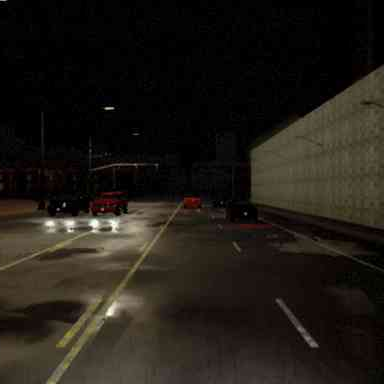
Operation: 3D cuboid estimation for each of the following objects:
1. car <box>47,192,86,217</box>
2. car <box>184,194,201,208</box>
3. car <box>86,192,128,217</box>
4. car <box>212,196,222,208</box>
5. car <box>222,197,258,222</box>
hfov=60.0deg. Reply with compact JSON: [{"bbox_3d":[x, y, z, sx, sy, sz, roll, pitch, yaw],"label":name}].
[{"bbox_3d":[-10.599,1.002,29.118,2.150,2.045,5.566,0,0,0],"label":"car"},{"bbox_3d":[0.083,1.034,41.999,2.097,1.767,4.553,0,0,0],"label":"car"},{"bbox_3d":[-7.099,1.002,29.150,2.150,2.045,5.566,0,0,0],"label":"car"},{"bbox_3d":[3.583,1.247,41.898,1.994,1.385,4.181,0,0,0],"label":"car"},{"bbox_3d":[3.594,1.290,24.722,1.882,1.535,5.008,0,0,0],"label":"car"}]
